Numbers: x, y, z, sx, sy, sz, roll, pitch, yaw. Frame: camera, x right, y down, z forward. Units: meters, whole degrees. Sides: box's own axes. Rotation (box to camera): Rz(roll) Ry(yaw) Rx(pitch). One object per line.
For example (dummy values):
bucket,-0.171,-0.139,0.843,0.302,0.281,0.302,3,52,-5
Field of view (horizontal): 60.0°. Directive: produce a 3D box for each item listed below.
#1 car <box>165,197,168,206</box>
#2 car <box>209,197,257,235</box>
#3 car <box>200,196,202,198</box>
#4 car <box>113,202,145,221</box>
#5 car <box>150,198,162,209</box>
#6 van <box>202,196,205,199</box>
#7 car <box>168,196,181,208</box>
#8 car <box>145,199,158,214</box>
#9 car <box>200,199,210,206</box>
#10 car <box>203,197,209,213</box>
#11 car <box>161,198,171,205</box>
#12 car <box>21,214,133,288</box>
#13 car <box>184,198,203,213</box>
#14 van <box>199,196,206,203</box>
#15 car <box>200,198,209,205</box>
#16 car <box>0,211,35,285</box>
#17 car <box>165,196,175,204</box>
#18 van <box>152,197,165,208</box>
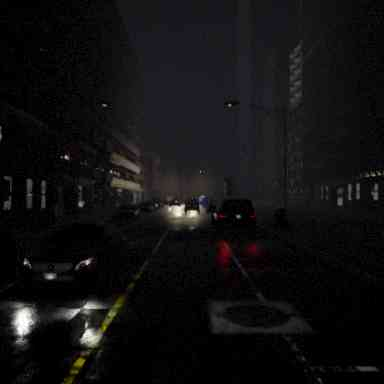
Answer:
car,-5.674,1.942,56.931,1.752,1.417,4.829,1,0,0
car,2.396,1.369,19.829,2.150,2.045,5.566,0,0,0
car,0.004,1.730,51.839,2.097,1.767,4.553,0,0,0
car,-5.677,1.757,29.252,1.887,1.381,4.507,1,0,0
car,-5.676,1.886,45.961,2.008,1.369,4.403,1,0,0
van,2.709,1.758,57.101,1.690,1.788,3.998,1,0,0
car,-3.002,1.937,58.536,1.837,1.490,4.892,0,-1,0
car,-5.676,1.860,40.391,1.947,1.339,4.313,1,0,0
car,2.706,2.081,68.237,1.802,1.307,4.206,1,0,0
car,2.706,1.733,40.391,1.967,1.590,4.097,1,0,0
car,-5.673,2.066,73.639,1.752,1.417,4.829,1,0,0
car,-3.100,1.596,9.609,1.812,1.442,4.674,0,0,0
car,0.030,1.802,41.165,1.837,1.490,4.892,0,-1,0
van,2.711,1.965,84.948,1.690,1.788,3.998,1,0,0
car,2.707,2.067,73.976,1.752,1.417,4.829,1,0,0
car,-5.674,1.367,6.977,2.192,1.841,5.009,1,0,0
car,-5.669,1.940,84.949,2.192,1.841,5.009,1,0,0
van,-5.672,1.717,51.533,1.690,1.788,3.998,1,0,0
